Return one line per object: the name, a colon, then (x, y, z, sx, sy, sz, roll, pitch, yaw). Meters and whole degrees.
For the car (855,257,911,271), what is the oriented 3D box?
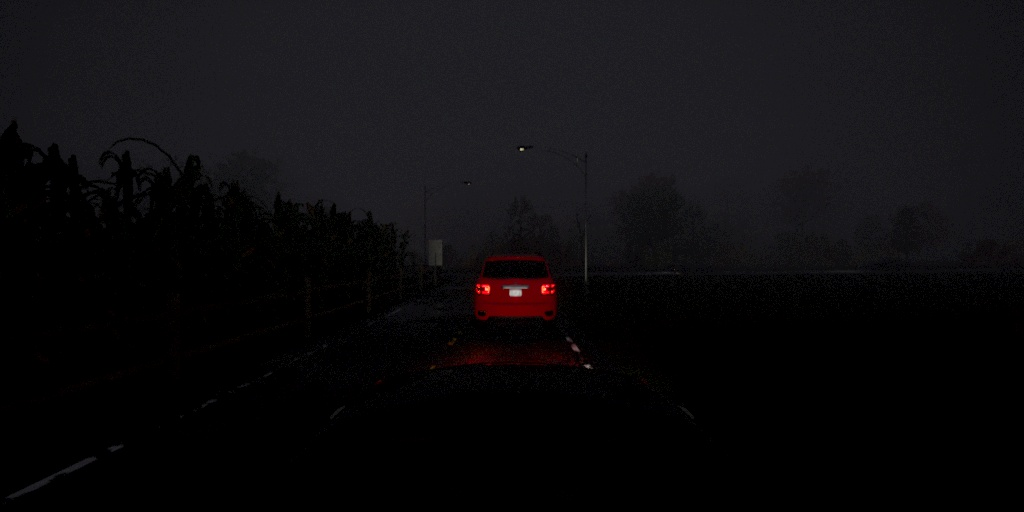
car: (39.938, 0.851, 38.686, 4.902, 1.511, 2.128, -1, 0, 1)

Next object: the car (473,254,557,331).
car: (0.084, 0.963, 11.135, 2.150, 2.045, 5.566, 0, 0, 0)

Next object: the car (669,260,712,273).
car: (19.300, 1.103, 38.922, 4.181, 1.385, 1.994, 0, 0, 1)
